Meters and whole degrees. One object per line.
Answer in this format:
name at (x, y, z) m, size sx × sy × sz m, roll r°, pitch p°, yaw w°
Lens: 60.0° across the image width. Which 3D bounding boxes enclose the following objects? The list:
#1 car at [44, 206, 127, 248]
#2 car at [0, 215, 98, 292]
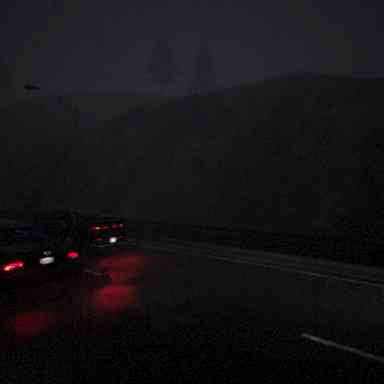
car at (-4.498, 1.301, 12.405) m, size 4.892 × 1.490 × 1.837 m, roll 1°, pitch 1°, yaw 38°
car at (-4.886, 1.418, 8.317) m, size 5.357 × 1.411 × 2.033 m, roll 1°, pitch 1°, yaw 39°
